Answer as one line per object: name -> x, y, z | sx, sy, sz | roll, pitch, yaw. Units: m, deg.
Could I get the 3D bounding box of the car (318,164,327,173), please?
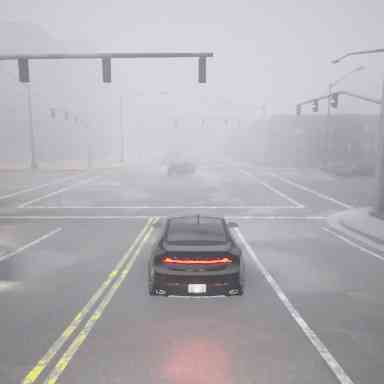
car -> 16.319, -2.721, 36.247 | 4.902, 1.511, 2.128 | 0, 9, 0

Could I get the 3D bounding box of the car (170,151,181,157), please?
car -> -3.493, -6.625, 60.779 | 2.097, 1.767, 4.553 | 0, 9, 0

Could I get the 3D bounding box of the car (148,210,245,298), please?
car -> 0.082, 1.204, 7.984 | 1.837, 1.490, 4.892 | 0, 4, 0

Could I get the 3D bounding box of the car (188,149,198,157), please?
car -> 0.181, -7.265, 66.085 | 1.812, 1.442, 4.674 | 0, 9, 0

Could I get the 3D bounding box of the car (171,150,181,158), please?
car -> -3.413, -8.061, 70.957 | 1.882, 1.535, 5.008 | 0, 9, 0

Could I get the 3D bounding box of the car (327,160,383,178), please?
car -> 16.683, -2.135, 32.797 | 5.357, 1.411, 2.033 | 0, 9, 2

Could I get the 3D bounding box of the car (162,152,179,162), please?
car -> -3.534, -4.872, 50.648 | 2.033, 1.411, 5.357 | 0, 9, 0

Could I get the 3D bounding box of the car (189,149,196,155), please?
car -> 0.111, -10.952, 90.274 | 1.994, 1.385, 4.181 | 0, 9, 0

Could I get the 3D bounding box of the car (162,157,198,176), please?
car -> -1.071, -2.556, 35.283 | 1.837, 1.490, 4.892 | 4, 10, 18
